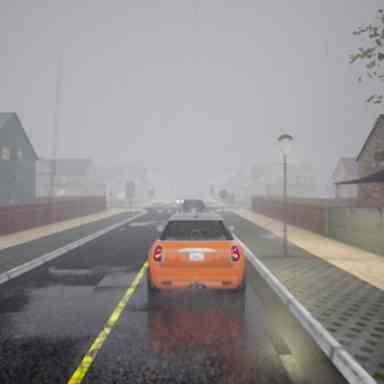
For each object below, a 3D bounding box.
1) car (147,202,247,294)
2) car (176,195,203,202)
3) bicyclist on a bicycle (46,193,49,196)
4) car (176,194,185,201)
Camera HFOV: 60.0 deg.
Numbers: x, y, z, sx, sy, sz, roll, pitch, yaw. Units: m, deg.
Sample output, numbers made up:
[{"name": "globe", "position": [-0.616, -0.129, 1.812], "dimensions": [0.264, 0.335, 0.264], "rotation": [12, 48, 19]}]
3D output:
[{"name": "car", "position": [0.098, 1.308, 8.811], "dimensions": [2.097, 1.767, 4.553], "rotation": [0, 0, 0]}, {"name": "car", "position": [0.098, 1.246, 24.293], "dimensions": [2.097, 1.767, 4.553], "rotation": [0, 0, 0]}, {"name": "bicyclist on a bicycle", "position": [-20.154, 1.010, 46.460], "dimensions": [0.582, 1.620, 1.656], "rotation": [0, 1, 0]}, {"name": "car", "position": [-2.752, 1.359, 79.463], "dimensions": [2.128, 1.511, 4.902], "rotation": [0, 0, 0]}]
